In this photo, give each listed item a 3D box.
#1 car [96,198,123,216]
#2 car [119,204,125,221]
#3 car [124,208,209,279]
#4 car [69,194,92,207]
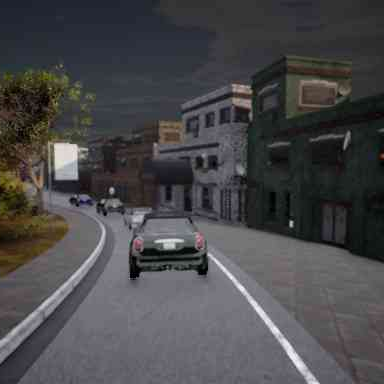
[{"bbox_3d":[-8.336,1.348,33.637,2.097,1.767,4.553,-2,2,-27],"label":"car"},{"bbox_3d":[-3.473,1.699,22.270,1.895,1.301,4.718,-1,0,-18],"label":"car"},{"bbox_3d":[-0.850,1.395,10.522,2.097,1.767,4.553,-1,0,-8],"label":"car"},{"bbox_3d":[-15.000,0.986,44.656,2.097,1.767,4.553,-3,4,-33],"label":"car"}]
